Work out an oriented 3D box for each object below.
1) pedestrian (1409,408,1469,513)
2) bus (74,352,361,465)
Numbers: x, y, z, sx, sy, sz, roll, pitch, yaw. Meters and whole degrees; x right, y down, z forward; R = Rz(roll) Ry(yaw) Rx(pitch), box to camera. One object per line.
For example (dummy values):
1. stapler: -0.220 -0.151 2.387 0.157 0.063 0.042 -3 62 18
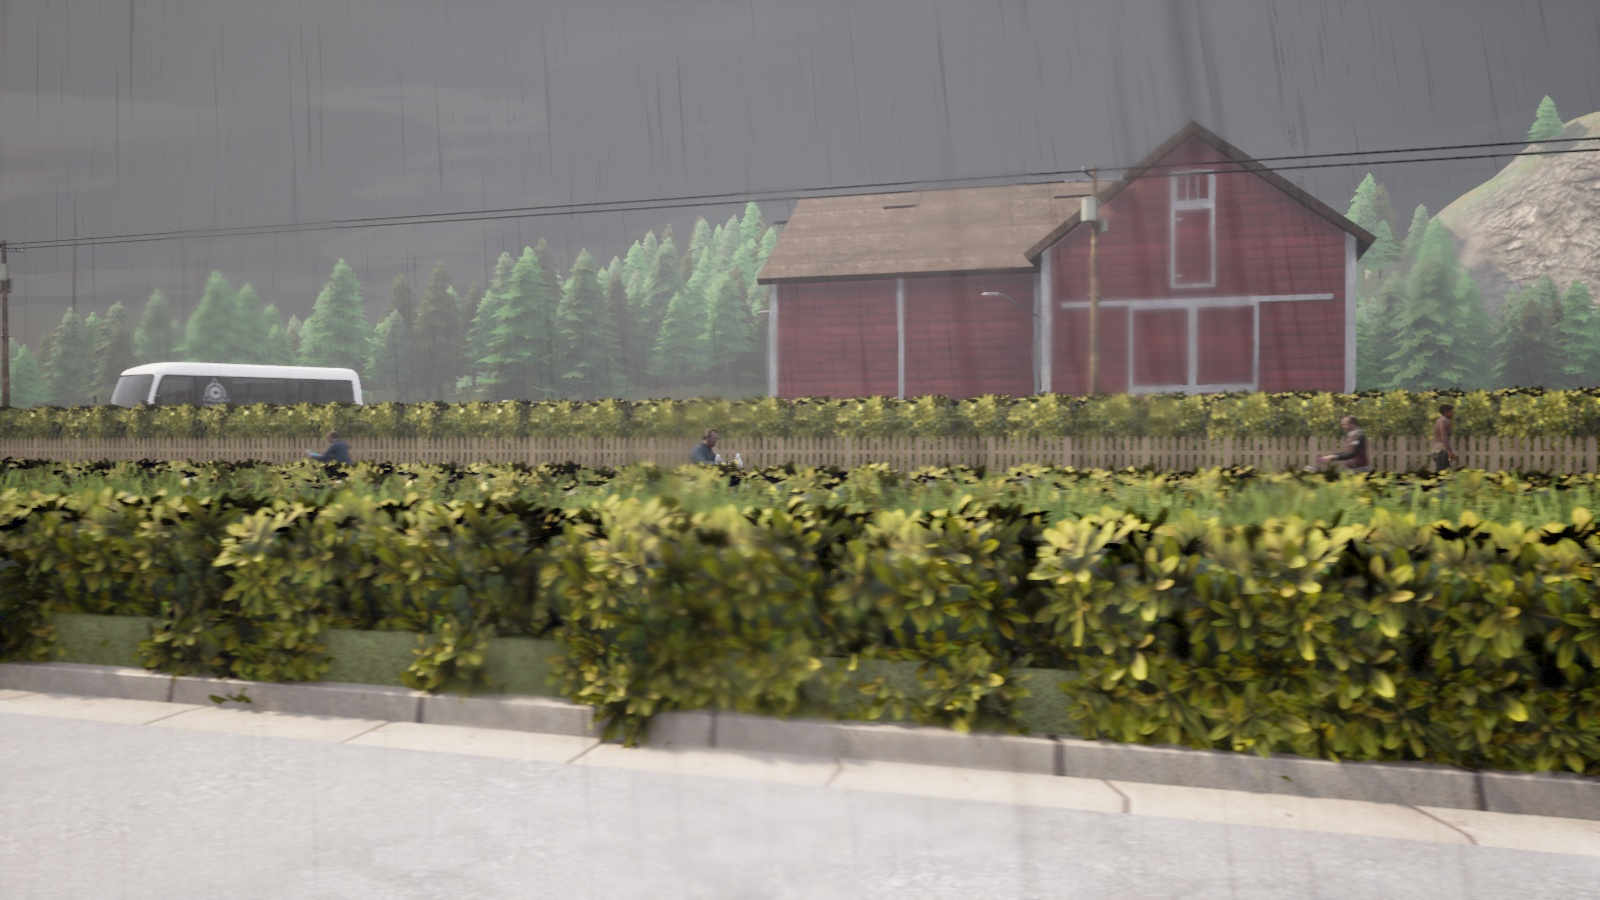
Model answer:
1. pedestrian: 11.116 0.177 21.869 0.869 1.805 0.328 1 1 18
2. bus: -24.132 -1.667 52.781 3.944 4.253 10.273 1 1 36
